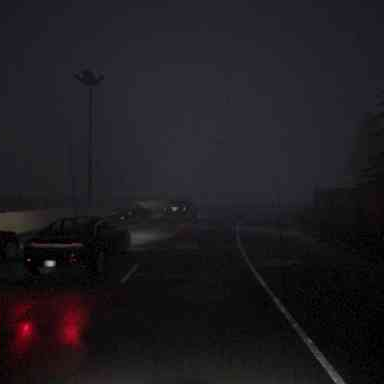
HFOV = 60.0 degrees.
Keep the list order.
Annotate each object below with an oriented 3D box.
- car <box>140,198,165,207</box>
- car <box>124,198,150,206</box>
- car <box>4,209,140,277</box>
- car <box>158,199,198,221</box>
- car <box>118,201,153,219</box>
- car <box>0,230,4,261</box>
[{"bbox_3d":[-6.379,1.650,54.266,1.895,1.301,4.718,0,0,27],"label":"car"},{"bbox_3d":[-9.233,1.652,56.391,1.895,1.301,4.718,0,0,27],"label":"car"},{"bbox_3d":[-3.263,1.501,10.360,2.128,1.511,4.902,0,0,3],"label":"car"},{"bbox_3d":[-0.887,1.378,27.857,2.097,1.767,4.553,0,0,13],"label":"car"},{"bbox_3d":[-4.718,1.625,26.852,1.895,1.301,4.718,0,0,12],"label":"car"},{"bbox_3d":[-6.825,1.486,9.213,1.882,1.535,5.008,0,0,1],"label":"car"}]
